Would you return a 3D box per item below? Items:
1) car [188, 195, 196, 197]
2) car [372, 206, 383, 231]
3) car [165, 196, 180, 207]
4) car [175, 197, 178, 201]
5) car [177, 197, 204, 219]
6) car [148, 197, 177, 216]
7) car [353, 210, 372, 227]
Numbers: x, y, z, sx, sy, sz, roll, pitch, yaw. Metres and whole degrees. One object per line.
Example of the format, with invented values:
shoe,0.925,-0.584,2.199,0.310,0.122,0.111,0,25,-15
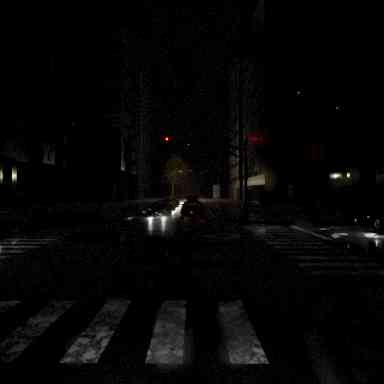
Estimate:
car,0.017,1.348,55.196,2.097,1.767,4.553,0,0,0
car,12.163,1.572,17.351,4.181,1.385,1.994,0,0,0
car,-3.078,1.487,53.407,2.128,1.511,4.902,0,0,0
car,-3.116,1.474,43.245,1.882,1.535,5.008,0,0,0
car,0.037,1.475,29.144,1.882,1.535,5.008,0,0,2
car,-3.101,1.544,33.441,2.033,1.411,5.357,0,0,4
car,12.599,1.494,20.600,4.902,1.511,2.128,0,0,0
